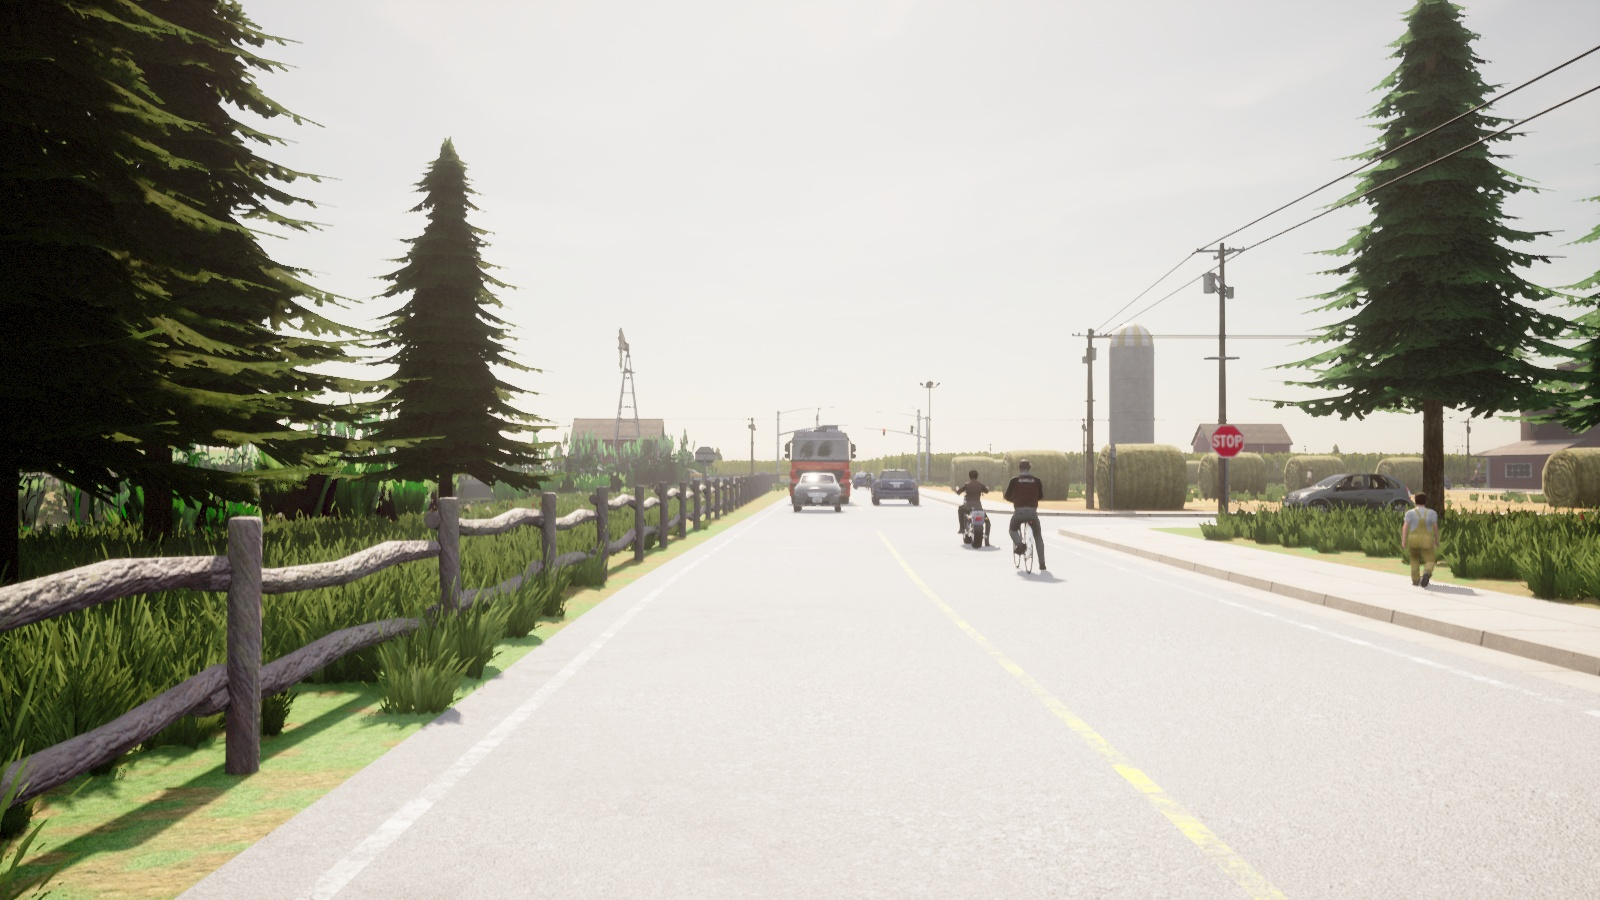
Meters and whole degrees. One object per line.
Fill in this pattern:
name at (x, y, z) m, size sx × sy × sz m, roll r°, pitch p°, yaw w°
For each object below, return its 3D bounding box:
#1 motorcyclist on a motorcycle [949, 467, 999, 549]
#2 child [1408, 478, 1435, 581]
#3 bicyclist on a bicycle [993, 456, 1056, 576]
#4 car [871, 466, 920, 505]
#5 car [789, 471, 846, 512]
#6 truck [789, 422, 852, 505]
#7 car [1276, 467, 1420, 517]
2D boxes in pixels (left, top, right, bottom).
motorcyclist on a motorcycle at (3.640, 1.193, 26.453) m, size 0.766 × 1.649 × 2.350 m, roll 0°, pitch -1°, yaw 1°
child at (7.746, 0.983, 15.658) m, size 0.270 × 1.263 × 0.437 m, roll -1°, pitch -1°, yaw 25°
bicyclist on a bicycle at (3.485, 0.997, 19.624) m, size 0.659 × 1.776 × 1.843 m, roll 0°, pitch -1°, yaw 1°
car at (4.474, 1.660, 59.543) m, size 2.097 × 1.767 × 4.553 m, roll 0°, pitch -1°, yaw 1°
car at (0.710, 1.595, 49.069) m, size 2.128 × 1.511 × 4.902 m, roll 0°, pitch -1°, yaw 1°
truck at (1.038, 0.698, 62.303) m, size 2.891 × 3.827 × 8.468 m, roll 0°, pitch -1°, yaw 1°
car at (18.218, 1.379, 41.865) m, size 3.988 × 1.617 × 1.851 m, roll 0°, pitch -1°, yaw -1°
